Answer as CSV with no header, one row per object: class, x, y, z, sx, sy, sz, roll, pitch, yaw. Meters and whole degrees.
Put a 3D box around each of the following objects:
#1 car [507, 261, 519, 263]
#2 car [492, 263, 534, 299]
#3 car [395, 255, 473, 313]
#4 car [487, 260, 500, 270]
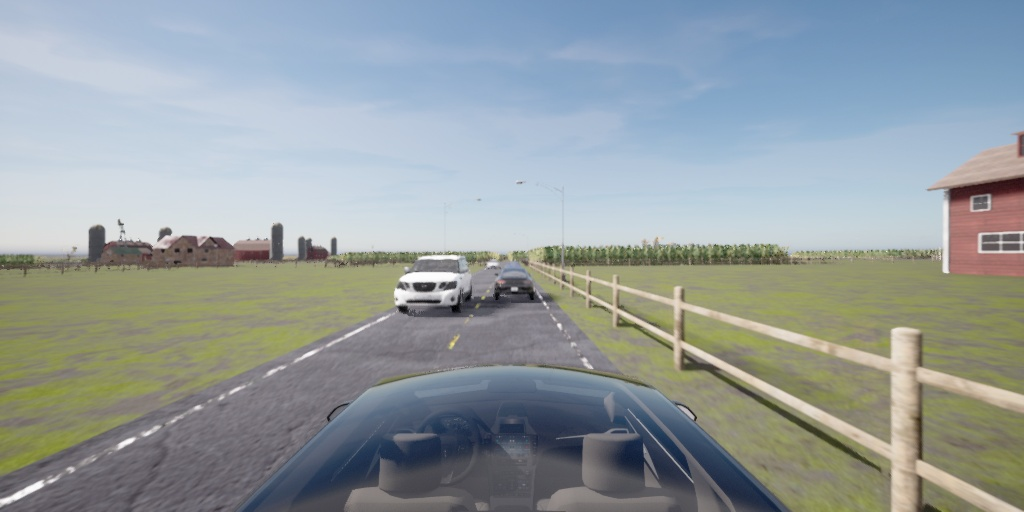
car,0.111,1.307,40.167,2.033,1.411,5.357,0,0,0
car,0.106,1.278,17.937,1.812,1.442,4.674,0,0,0
car,-2.845,0.973,14.290,2.150,2.045,5.566,0,0,0
car,-2.801,1.292,54.497,1.812,1.442,4.674,0,0,0
